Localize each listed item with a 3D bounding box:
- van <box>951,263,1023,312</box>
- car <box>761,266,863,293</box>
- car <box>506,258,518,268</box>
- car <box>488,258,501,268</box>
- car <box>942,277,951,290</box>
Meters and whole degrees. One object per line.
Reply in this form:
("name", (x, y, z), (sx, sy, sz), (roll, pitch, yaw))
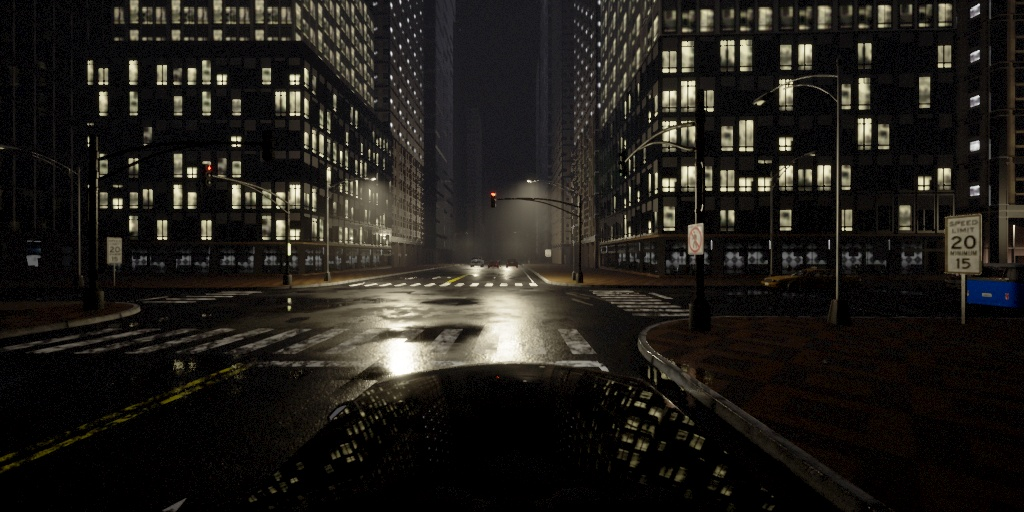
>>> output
("van", (18.359, 1.119, 12.402), (3.998, 1.789, 1.690), (0, 0, 2))
("car", (17.089, 1.293, 20.574), (4.829, 1.417, 1.751), (0, 0, 2))
("car", (0.005, 1.212, 63.546), (2.097, 1.767, 4.553), (0, 0, 0))
("car", (-3.245, 1.460, 63.190), (1.895, 1.301, 4.718), (0, 0, 0))
("car", (26.923, 1.356, 20.089), (4.207, 1.307, 1.802), (0, 0, 2))
